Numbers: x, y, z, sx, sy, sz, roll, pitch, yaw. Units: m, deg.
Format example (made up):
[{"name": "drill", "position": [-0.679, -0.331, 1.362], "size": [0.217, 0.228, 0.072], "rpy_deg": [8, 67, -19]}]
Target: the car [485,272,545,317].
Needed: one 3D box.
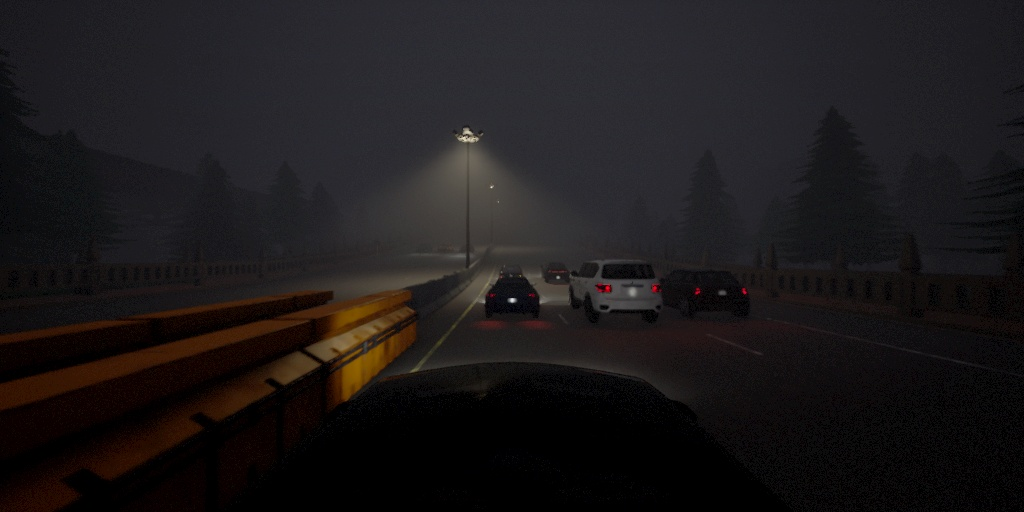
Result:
[{"name": "car", "position": [0.023, 1.486, 14.099], "size": [1.994, 1.385, 4.181], "rpy_deg": [0, -1, 0]}]

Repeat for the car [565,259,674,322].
[{"name": "car", "position": [3.517, 1.132, 13.116], "size": [2.150, 2.045, 5.566], "rpy_deg": [0, -1, 0]}]

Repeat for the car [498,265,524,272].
[{"name": "car", "position": [-0.068, 1.351, 26.759], "size": [2.033, 1.411, 5.357], "rpy_deg": [0, 2, 0]}]

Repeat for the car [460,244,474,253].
[{"name": "car", "position": [-7.315, -1.232, 58.583], "size": [1.895, 1.301, 4.718], "rpy_deg": [0, 6, 0]}]

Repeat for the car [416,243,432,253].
[{"name": "car", "position": [-14.310, -1.330, 58.555], "size": [1.837, 1.490, 4.892], "rpy_deg": [0, 6, 0]}]

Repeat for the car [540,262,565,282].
[{"name": "car", "position": [3.443, 1.229, 28.963], "size": [1.837, 1.490, 4.892], "rpy_deg": [0, 3, 0]}]

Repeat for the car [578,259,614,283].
[{"name": "car", "position": [6.947, 1.149, 30.117], "size": [1.882, 1.535, 5.008], "rpy_deg": [0, 3, 0]}]

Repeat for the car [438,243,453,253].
[{"name": "car", "position": [-10.814, -1.355, 58.561], "size": [1.882, 1.535, 5.008], "rpy_deg": [0, 6, 0]}]

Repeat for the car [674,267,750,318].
[{"name": "car", "position": [7.023, 1.272, 14.068], "size": [2.097, 1.767, 4.553], "rpy_deg": [0, -1, 0]}]
